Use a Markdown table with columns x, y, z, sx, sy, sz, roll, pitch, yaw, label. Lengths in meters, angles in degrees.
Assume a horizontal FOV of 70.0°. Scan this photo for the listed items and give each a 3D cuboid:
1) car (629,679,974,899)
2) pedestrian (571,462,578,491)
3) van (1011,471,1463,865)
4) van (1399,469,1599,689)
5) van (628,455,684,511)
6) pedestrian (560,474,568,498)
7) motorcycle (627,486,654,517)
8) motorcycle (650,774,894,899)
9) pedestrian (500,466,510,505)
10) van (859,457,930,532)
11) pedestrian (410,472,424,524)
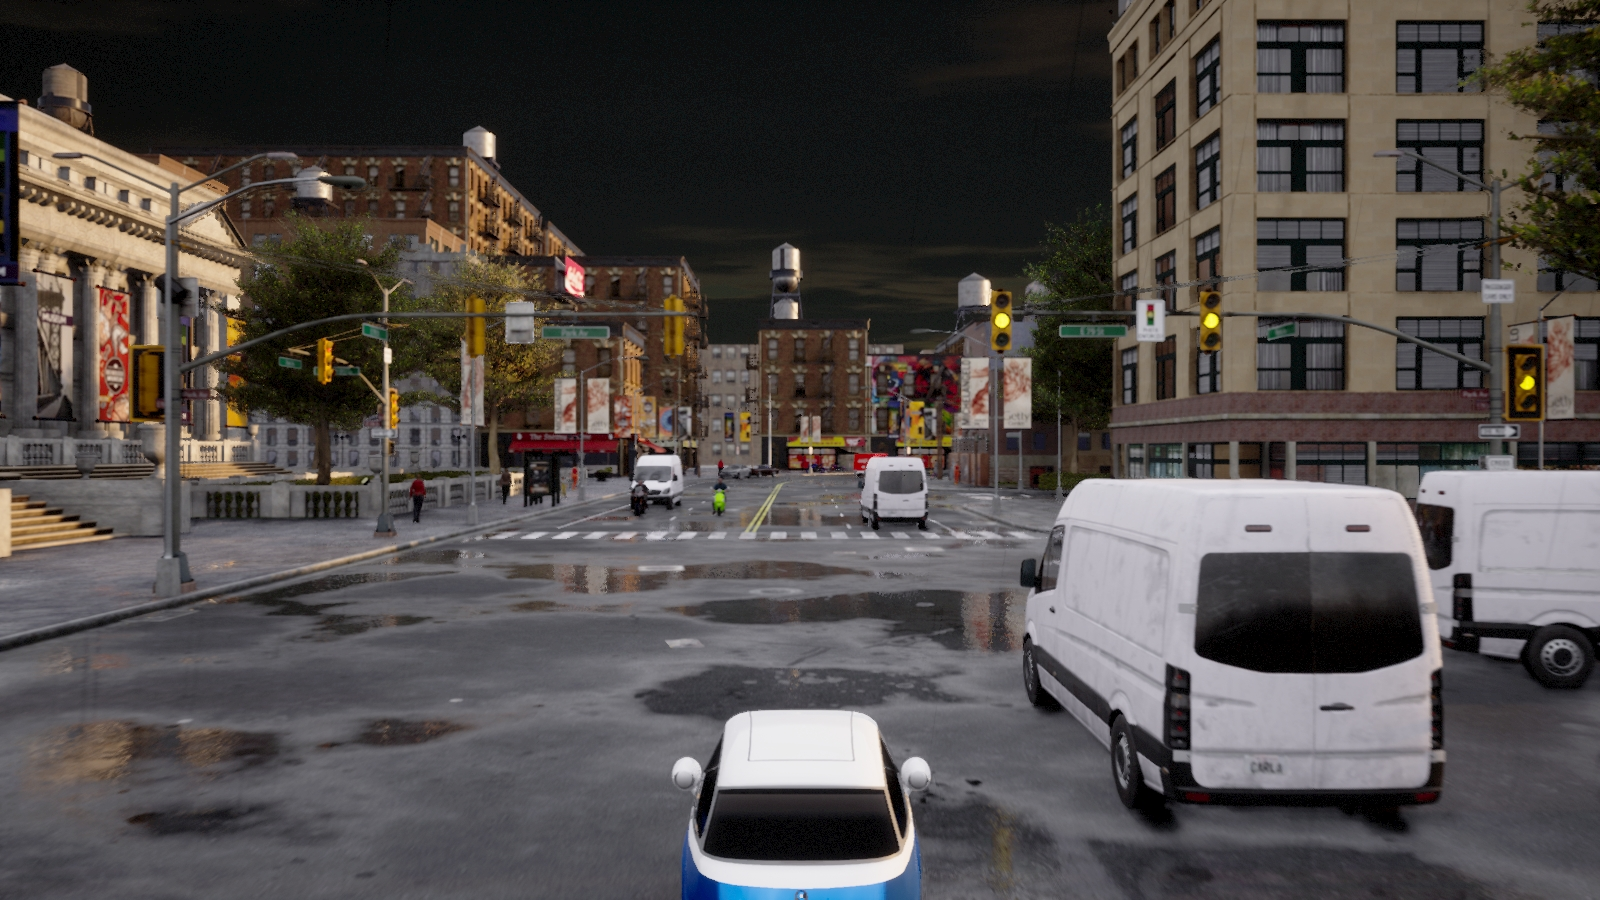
| x | y | z | sx | sy | sz | roll | pitch | yaw | label |
| --- | --- | --- | --- | --- | --- | --- | --- | --- | --- |
| 0.007 | 2.121 | 6.017 | 1.481 | 1.376 | 2.207 | 0 | 0 | 0 | car |
| -14.514 | 1.715 | 73.573 | 0.375 | 1.860 | 0.375 | 0 | 0 | 8 | pedestrian |
| 3.520 | 1.538 | 10.737 | 1.988 | 2.561 | 5.915 | 0 | 0 | 0 | van |
| 10.941 | 1.538 | 14.149 | 5.915 | 2.561 | 1.988 | 0 | 0 | 12 | van |
| -6.930 | 1.548 | 55.700 | 1.988 | 2.561 | 5.915 | 0 | 0 | 0 | van |
| -13.058 | 1.991 | 63.155 | 0.375 | 1.300 | 0.375 | 0 | 0 | 2 | pedestrian |
| -6.944 | 2.217 | 49.779 | 0.867 | 1.251 | 2.209 | 0 | 0 | 0 | motorcycle |
| -0.099 | 2.182 | 4.529 | 0.856 | 1.236 | 1.805 | 0 | 2 | 0 | motorcycle |
| -14.173 | 1.710 | 54.867 | 0.375 | 1.860 | 0.375 | 0 | 0 | -4 | pedestrian |
| 3.444 | 1.544 | 42.588 | 1.988 | 2.561 | 5.915 | 0 | 0 | -2 | van |
| -13.762 | 1.706 | 41.019 | 0.375 | 1.860 | 0.375 | 0 | 0 | 1 | pedestrian |
